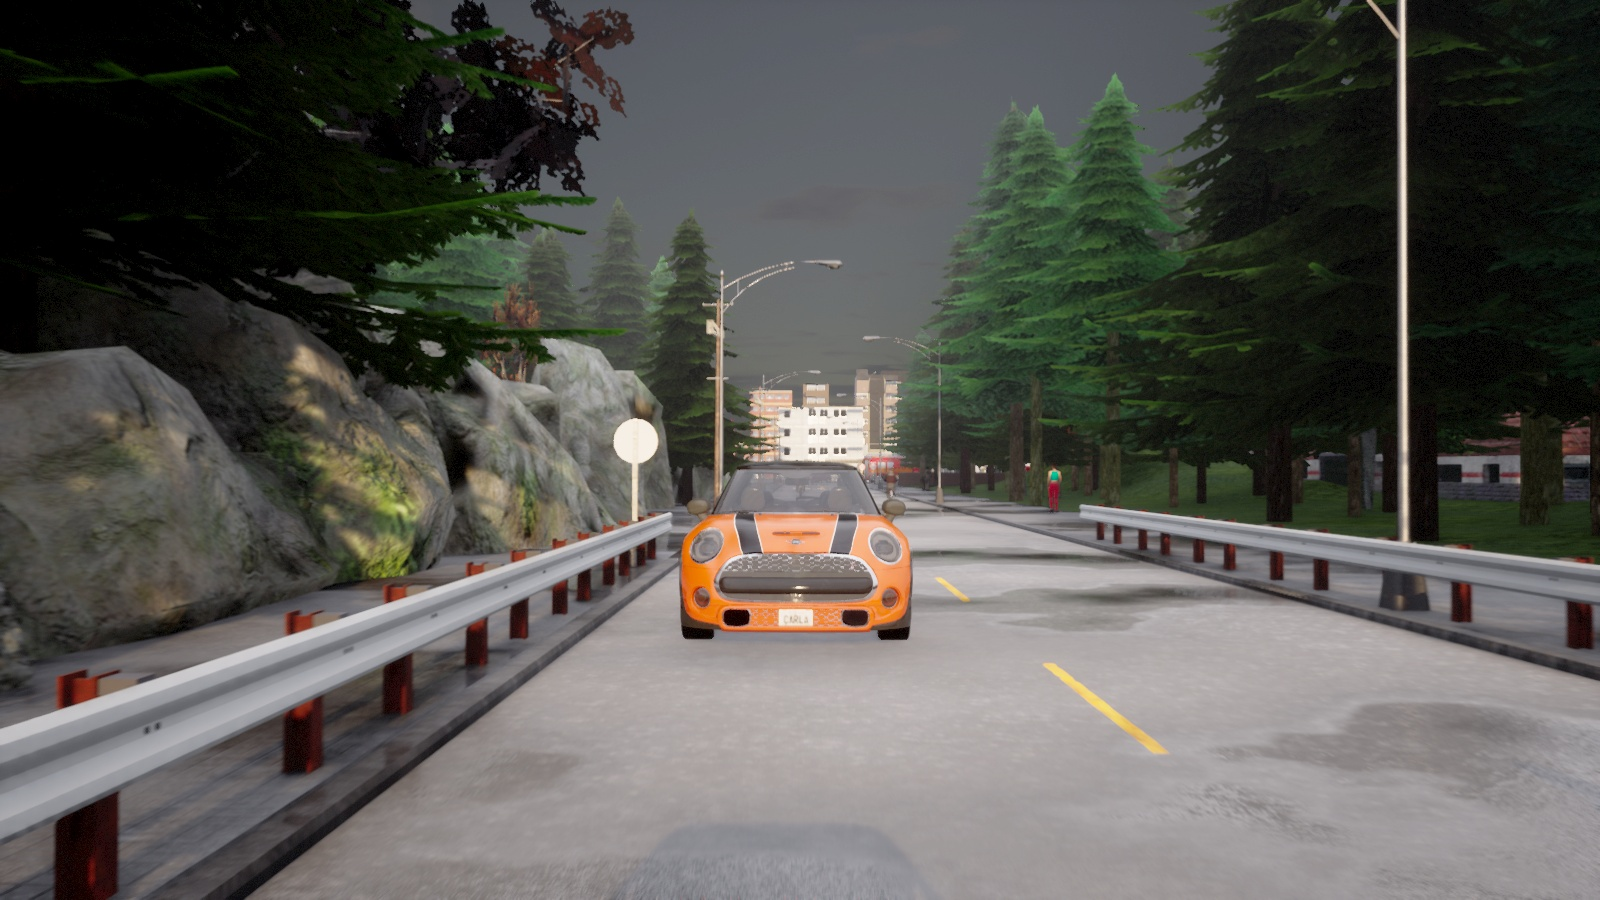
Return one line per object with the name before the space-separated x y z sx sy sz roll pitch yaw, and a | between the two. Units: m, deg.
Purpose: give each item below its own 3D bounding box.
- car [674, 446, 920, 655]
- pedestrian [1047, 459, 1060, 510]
car | -0.032 0.896 12.989 2.097 1.767 4.553 0 -1 0
pedestrian | 9.197 1.266 45.571 0.345 1.836 0.594 0 -1 1
